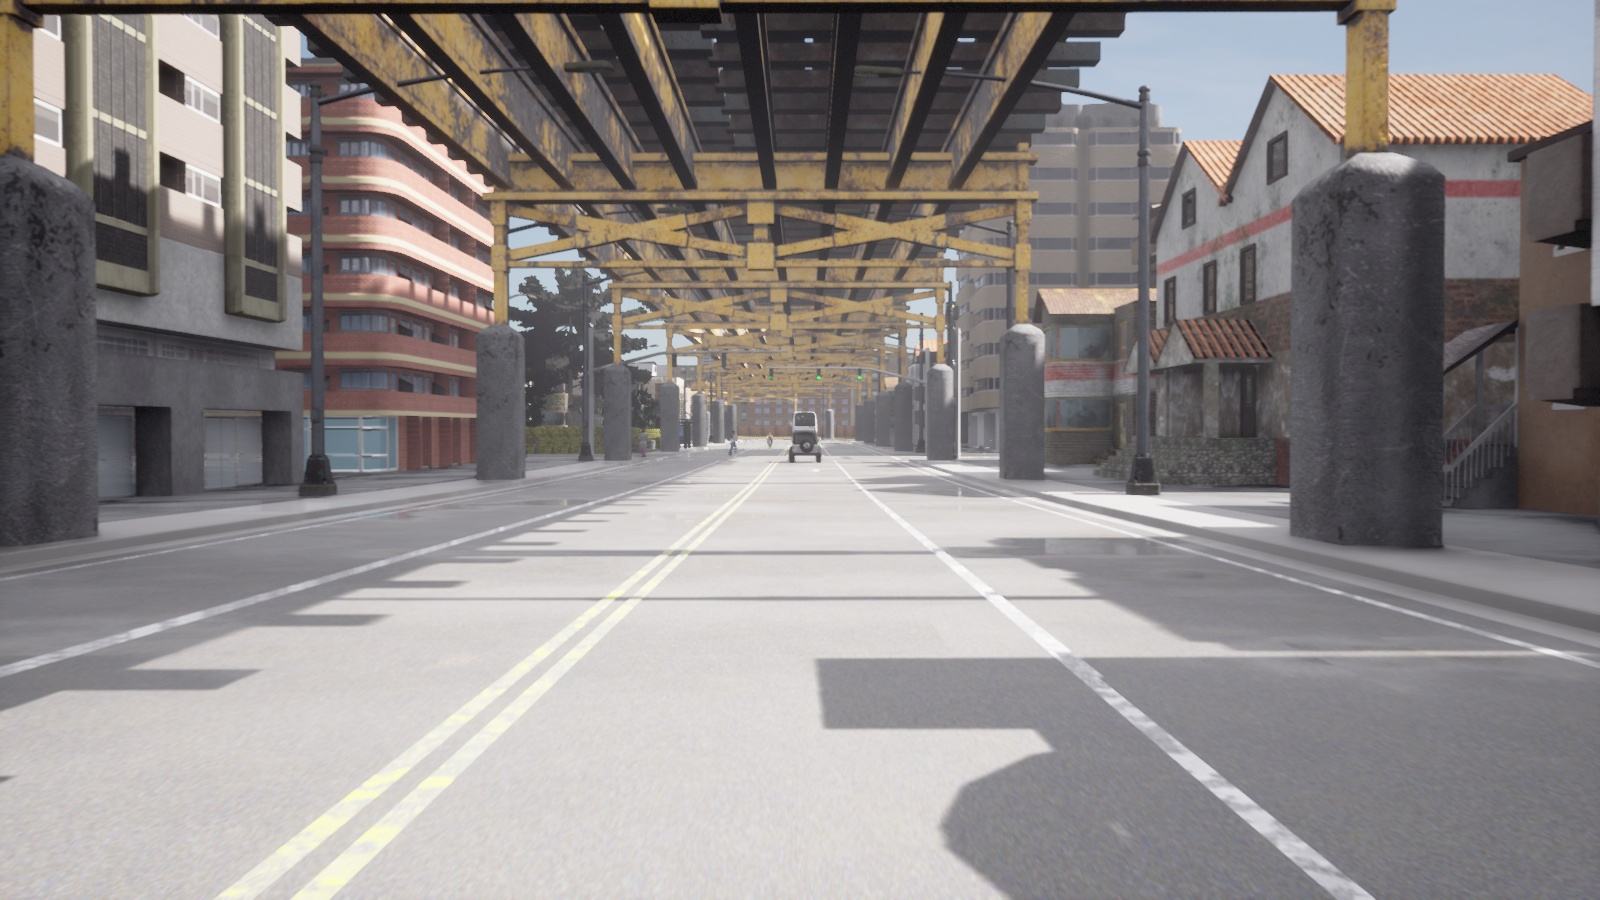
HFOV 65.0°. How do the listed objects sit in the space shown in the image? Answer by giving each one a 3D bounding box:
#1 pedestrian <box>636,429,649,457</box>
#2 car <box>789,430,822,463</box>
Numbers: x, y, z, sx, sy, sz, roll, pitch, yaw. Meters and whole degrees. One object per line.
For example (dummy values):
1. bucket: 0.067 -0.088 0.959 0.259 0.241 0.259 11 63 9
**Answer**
1. pedestrian: -10.702 -0.484 85.413 0.659 1.952 0.873 0 1 -21
2. car: 0.318 -0.248 74.217 1.905 1.878 3.866 0 1 0
